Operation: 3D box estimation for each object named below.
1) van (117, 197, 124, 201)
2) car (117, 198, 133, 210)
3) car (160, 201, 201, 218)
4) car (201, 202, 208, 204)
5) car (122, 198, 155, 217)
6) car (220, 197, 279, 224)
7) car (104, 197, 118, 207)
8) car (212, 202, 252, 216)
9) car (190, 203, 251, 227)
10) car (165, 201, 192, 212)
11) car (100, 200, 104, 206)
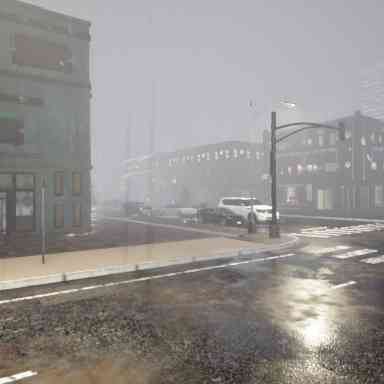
[{"bbox_3d":[-11.348,1.907,59.754,1.690,1.788,3.998,-1,0,-35],"label":"van"},{"bbox_3d":[-7.793,1.941,44.432,1.882,1.535,5.008,-1,0,-34],"label":"car"},{"bbox_3d":[-1.432,1.938,35.169,1.895,1.301,4.718,-1,0,-35],"label":"car"},{"bbox_3d":[1.214,1.903,41.519,1.802,1.307,4.206,-1,0,-35],"label":"car"},{"bbox_3d":[-5.691,1.846,36.764,1.967,1.590,4.097,-1,0,-35],"label":"car"},{"bbox_3d":[4.336,1.443,26.784,2.150,2.045,5.566,-1,0,-35],"label":"car"},{"bbox_3d":[-14.488,1.940,64.313,2.192,1.841,5.009,-1,0,-35],"label":"car"},{"bbox_3d":[4.352,1.809,36.960,2.008,1.369,4.403,-2,0,-35],"label":"car"},{"bbox_3d":[2.082,1.814,25.267,1.947,1.339,4.313,-1,0,-35],"label":"car"},{"bbox_3d":[-1.925,1.966,46.078,1.802,1.307,4.206,-1,0,-35],"label":"car"},{"bbox_3d":[-17.622,2.227,68.872,1.887,1.381,4.507,-1,0,-35],"label":"car"}]
